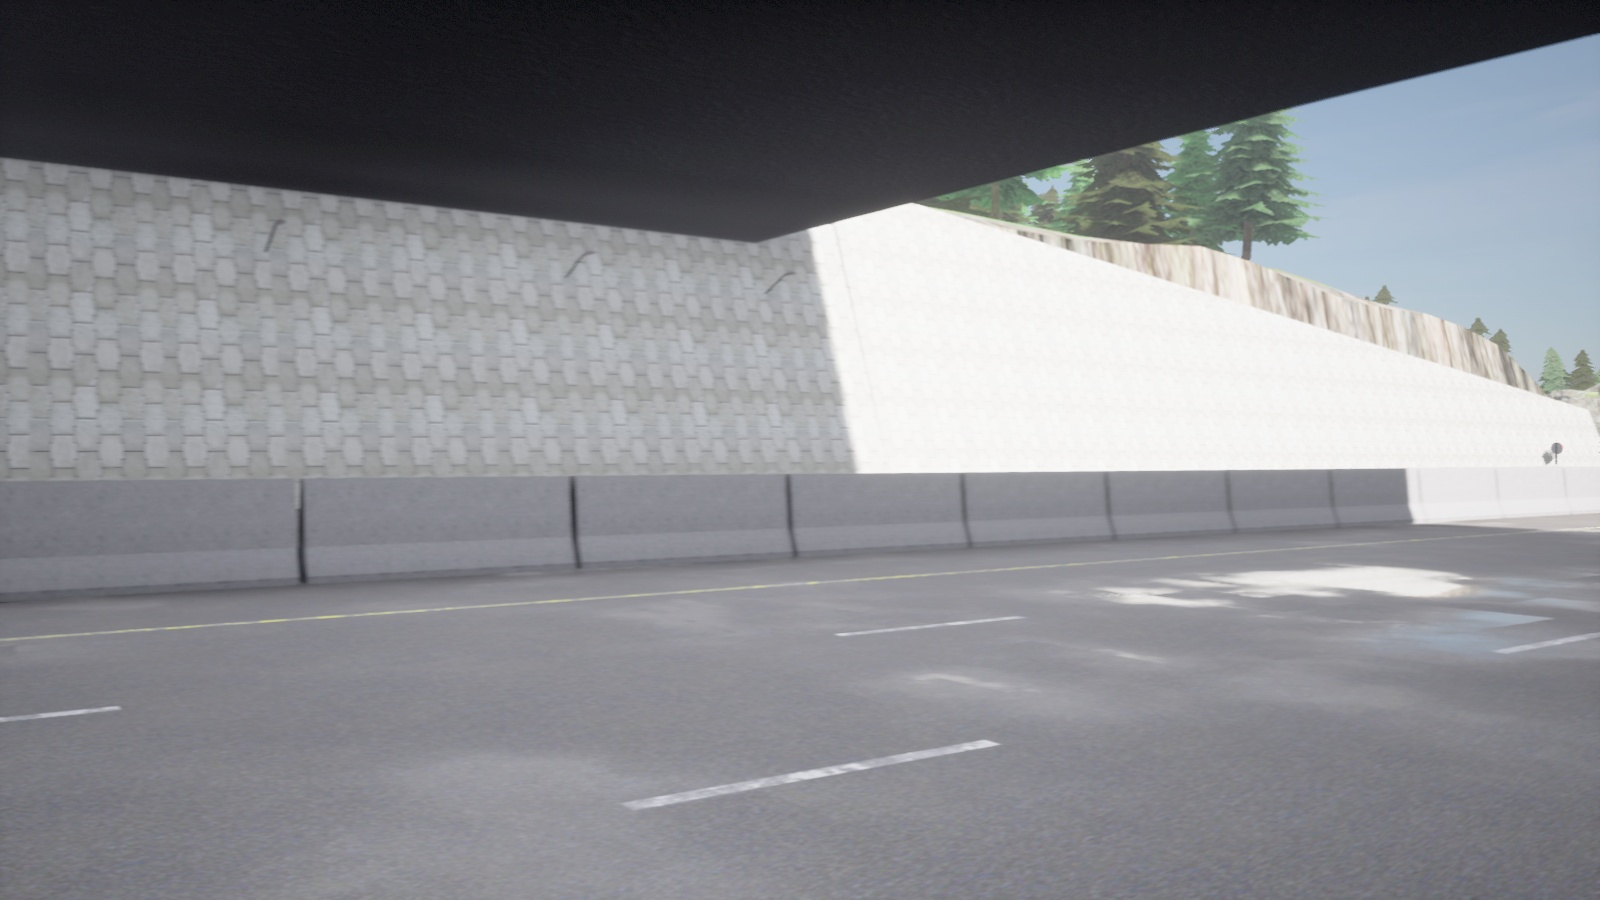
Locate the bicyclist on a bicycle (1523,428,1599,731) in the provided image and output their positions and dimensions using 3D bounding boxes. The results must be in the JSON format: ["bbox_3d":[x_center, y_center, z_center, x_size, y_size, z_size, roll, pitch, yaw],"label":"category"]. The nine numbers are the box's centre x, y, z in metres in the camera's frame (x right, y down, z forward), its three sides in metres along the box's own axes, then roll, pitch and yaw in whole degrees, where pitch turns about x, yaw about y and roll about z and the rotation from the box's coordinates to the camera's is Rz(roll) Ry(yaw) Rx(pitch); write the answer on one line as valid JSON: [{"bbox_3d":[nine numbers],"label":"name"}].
[{"bbox_3d":[4.909,0.689,7.087,1.509,1.612,0.866,0,0,-35],"label":"bicyclist on a bicycle"}]
